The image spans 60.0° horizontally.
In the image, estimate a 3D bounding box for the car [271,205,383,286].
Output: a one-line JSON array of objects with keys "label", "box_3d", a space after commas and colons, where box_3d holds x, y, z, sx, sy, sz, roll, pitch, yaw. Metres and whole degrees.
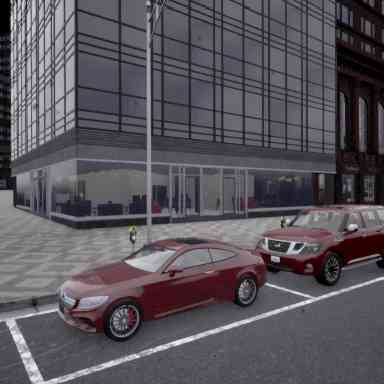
[{"label": "car", "box_3d": [4.074, 1.315, 9.578, 5.009, 1.841, 2.192, 0, 0, -36]}]

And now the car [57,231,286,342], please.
[{"label": "car", "box_3d": [-0.338, 1.582, 6.419, 4.206, 1.307, 1.802, 0, 0, -36]}]
